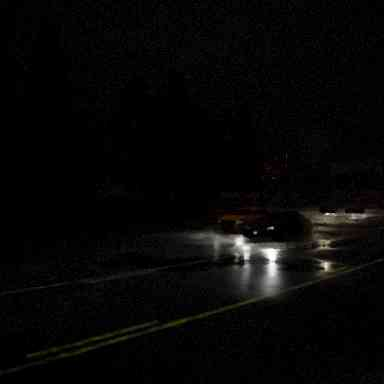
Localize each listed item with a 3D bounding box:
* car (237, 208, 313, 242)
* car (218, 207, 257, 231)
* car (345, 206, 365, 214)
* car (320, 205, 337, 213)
[{"bbox_3d":[4.677,1.719,17.506,4.674,1.442,1.812,2,-1,-45],"label":"car"},{"bbox_3d":[3.706,1.732,21.457,1.882,1.535,5.008,0,-1,44],"label":"car"},{"bbox_3d":[26.587,2.924,54.327,1.895,1.301,4.718,0,-2,11],"label":"car"},{"bbox_3d":[23.435,2.958,57.238,1.994,1.385,4.181,0,-2,8],"label":"car"}]
